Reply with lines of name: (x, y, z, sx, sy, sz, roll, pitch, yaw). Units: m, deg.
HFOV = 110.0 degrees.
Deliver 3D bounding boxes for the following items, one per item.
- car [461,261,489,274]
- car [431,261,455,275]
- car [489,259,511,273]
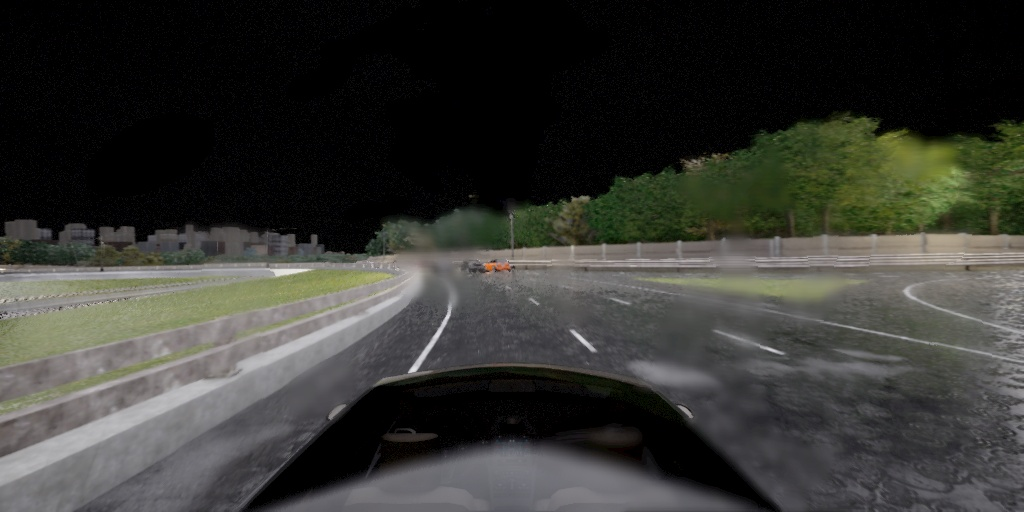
car: (-4.825, 1.367, 43.413, 1.837, 1.490, 4.892, -1, 0, -23)
car: (-8.460, 1.429, 43.029, 2.128, 1.511, 4.902, -1, 0, -24)
car: (-1.923, 1.151, 45.501, 2.097, 1.767, 4.553, -1, 0, -24)
